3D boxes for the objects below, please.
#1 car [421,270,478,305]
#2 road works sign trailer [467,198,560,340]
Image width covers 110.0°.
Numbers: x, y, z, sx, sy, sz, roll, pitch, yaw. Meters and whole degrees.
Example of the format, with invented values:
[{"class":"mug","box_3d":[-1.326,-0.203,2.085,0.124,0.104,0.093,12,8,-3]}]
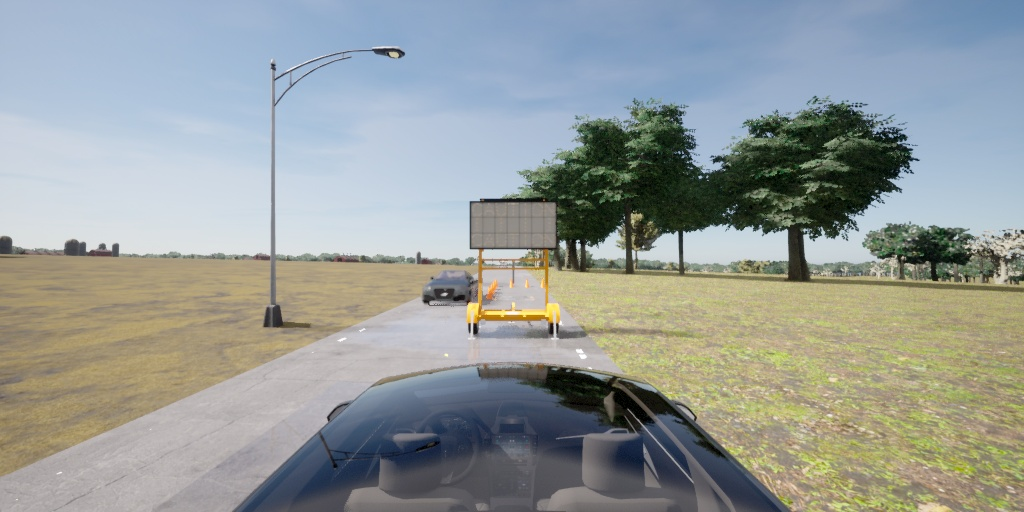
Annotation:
[{"class":"car","box_3d":[-2.652,1.326,16.084,1.994,1.385,4.181,0,0,0]},{"class":"road works sign trailer","box_3d":[0.041,0.219,9.961,2.380,3.560,2.880,0,0,0]}]
